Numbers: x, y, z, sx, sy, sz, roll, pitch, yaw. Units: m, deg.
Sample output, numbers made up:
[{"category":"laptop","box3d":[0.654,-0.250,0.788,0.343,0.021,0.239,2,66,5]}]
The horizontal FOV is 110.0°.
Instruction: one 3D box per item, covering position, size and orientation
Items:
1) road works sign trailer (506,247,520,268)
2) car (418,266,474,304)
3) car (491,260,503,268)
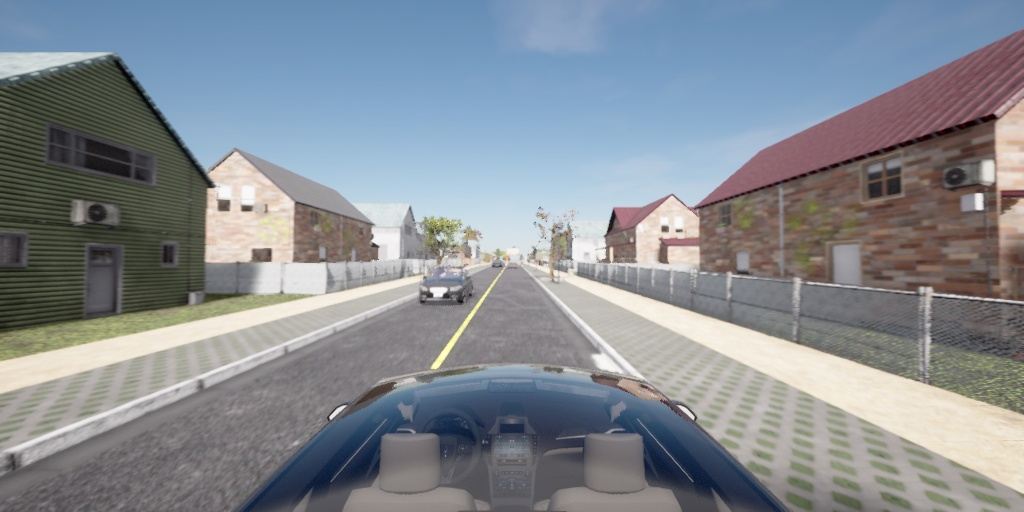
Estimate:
[{"category":"road works sign trailer","box3d":[0.076,0.280,61.126,2.380,3.560,2.880,0,0,0]},{"category":"car","box3d":[-2.828,1.232,16.214,2.128,1.511,4.902,0,0,0]},{"category":"car","box3d":[-2.682,1.389,64.859,1.882,1.535,5.008,0,0,0]}]
